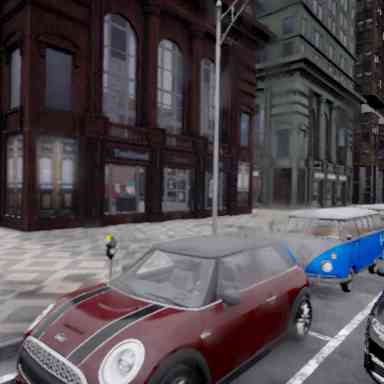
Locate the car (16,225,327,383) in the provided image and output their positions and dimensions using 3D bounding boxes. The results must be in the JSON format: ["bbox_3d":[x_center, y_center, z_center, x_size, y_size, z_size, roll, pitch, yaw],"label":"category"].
[{"bbox_3d":[-0.005,1.389,4.399,1.967,1.590,4.097,1,1,41],"label":"car"}]

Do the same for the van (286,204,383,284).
[{"bbox_3d":[3.709,1.324,8.640,1.690,1.788,3.998,1,1,41],"label":"van"}]

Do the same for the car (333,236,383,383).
[{"bbox_3d":[3.962,1.518,4.737,2.128,1.511,4.902,2,1,41],"label":"car"}]
